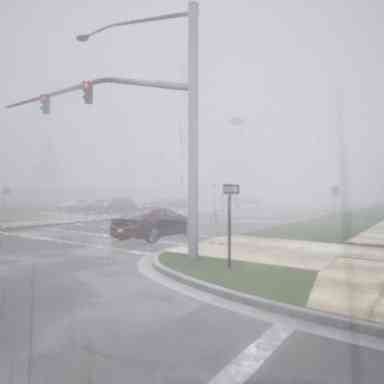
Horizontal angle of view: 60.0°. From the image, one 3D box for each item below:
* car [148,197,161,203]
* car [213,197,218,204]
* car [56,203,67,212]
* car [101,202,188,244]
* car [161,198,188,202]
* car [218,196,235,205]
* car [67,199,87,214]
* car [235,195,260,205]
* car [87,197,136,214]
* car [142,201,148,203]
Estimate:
[{"bbox_3d":[-3.326,1.564,45.237,1.895,1.301,4.718,0,0,36],"label":"car"},{"bbox_3d":[5.845,1.453,63.605,2.128,1.511,4.902,0,0,36],"label":"car"},{"bbox_3d":[-13.059,1.484,37.824,1.812,1.442,4.674,0,0,36],"label":"car"},{"bbox_3d":[-1.702,1.464,15.995,1.882,1.535,5.008,-1,-1,31],"label":"car"},{"bbox_3d":[-1.365,1.568,41.989,1.895,1.301,4.718,0,0,36],"label":"car"},{"bbox_3d":[7.089,1.488,59.421,1.812,1.442,4.674,0,0,37],"label":"car"},{"bbox_3d":[-10.441,1.488,35.481,1.812,1.442,4.674,0,0,36],"label":"car"},{"bbox_3d":[9.930,1.318,57.377,2.097,1.767,4.553,0,0,37],"label":"car"},{"bbox_3d":[-7.701,1.319,33.299,2.097,1.767,4.553,0,0,36],"label":"car"},{"bbox_3d":[-5.036,1.506,48.818,2.033,1.411,5.357,0,0,36],"label":"car"}]
